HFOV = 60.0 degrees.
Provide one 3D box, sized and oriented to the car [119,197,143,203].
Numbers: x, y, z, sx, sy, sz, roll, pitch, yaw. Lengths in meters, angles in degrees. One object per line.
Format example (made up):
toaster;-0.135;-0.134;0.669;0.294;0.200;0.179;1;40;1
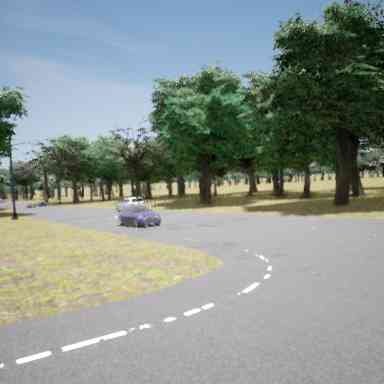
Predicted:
car;-8.452;1.794;45.165;2.150;2.045;5.566;-4;1;-36

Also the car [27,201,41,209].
car;-39.390;3.335;81.787;2.128;1.511;4.902;-4;2;-34

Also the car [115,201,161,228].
car;-4.452;1.939;27.738;2.097;1.767;4.553;-4;1;-36
